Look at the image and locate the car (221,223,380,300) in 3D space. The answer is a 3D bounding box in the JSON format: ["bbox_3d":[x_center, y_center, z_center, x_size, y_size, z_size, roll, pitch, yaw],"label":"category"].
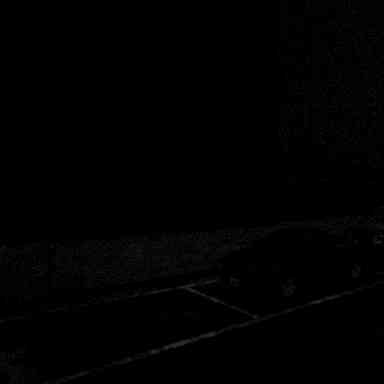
[{"bbox_3d":[2.735,1.632,8.596,4.313,1.339,1.947,1,0,-36],"label":"car"}]

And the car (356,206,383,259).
[{"bbox_3d":[7.326,1.434,11.870,5.009,1.841,2.192,1,0,-36],"label":"car"}]
